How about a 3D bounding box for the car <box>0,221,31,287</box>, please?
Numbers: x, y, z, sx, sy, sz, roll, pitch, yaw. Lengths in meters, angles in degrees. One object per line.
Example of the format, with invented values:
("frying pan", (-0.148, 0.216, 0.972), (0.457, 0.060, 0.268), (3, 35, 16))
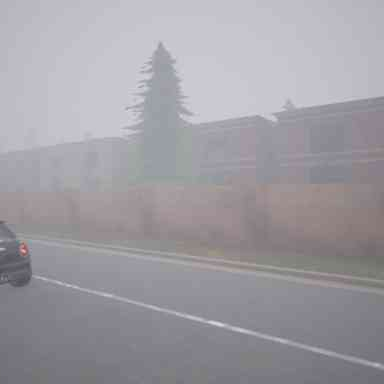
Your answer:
("car", (-6.058, 1.417, 8.309), (4.553, 1.767, 2.097), (-1, 0, 35))
